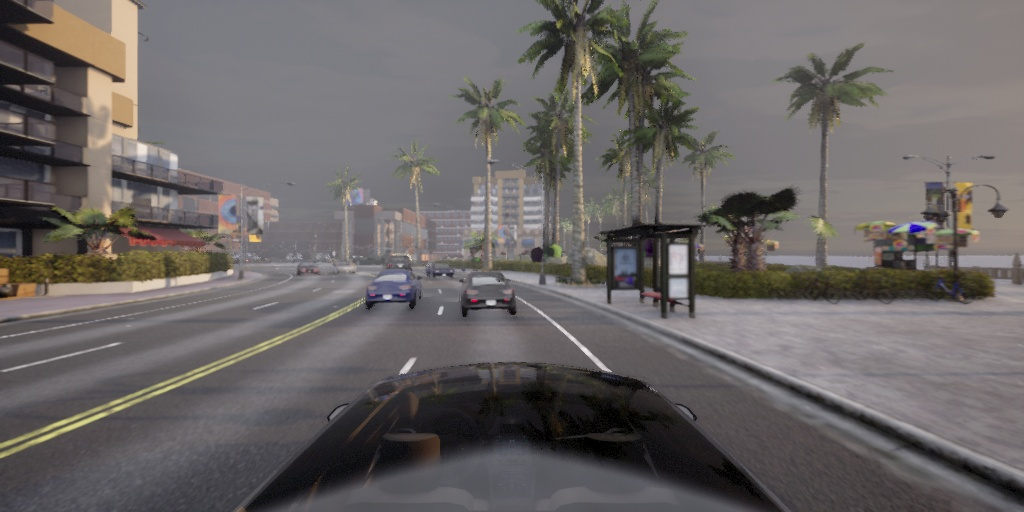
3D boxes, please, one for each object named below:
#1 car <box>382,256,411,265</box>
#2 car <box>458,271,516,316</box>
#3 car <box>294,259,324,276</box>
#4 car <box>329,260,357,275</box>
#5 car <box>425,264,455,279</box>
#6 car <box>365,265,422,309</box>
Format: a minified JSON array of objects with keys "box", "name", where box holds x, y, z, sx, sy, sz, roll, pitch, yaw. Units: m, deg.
[{"box":[-10.869,0.985,33.685,2.150,2.045,5.566,0,0,-25],"name":"car"},{"box":[-0.992,1.276,13.388,1.812,1.442,4.674,0,0,-9],"name":"car"},{"box":[-20.969,1.344,36.960,1.994,1.385,4.181,0,0,-33],"name":"car"},{"box":[-18.769,1.377,40.101,1.895,1.301,4.718,0,0,-34],"name":"car"},{"box":[-6.769,1.358,33.133,1.895,1.301,4.718,0,0,-24],"name":"car"},{"box":[-4.833,1.282,15.001,1.812,1.442,4.674,0,0,-10],"name":"car"}]
